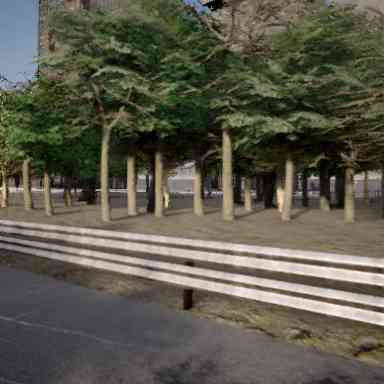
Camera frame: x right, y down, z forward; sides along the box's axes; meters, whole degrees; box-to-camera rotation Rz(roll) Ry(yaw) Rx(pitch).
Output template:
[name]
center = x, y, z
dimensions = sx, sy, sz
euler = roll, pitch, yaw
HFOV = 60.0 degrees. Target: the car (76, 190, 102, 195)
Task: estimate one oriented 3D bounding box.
[car]
center = -19.992, -0.172, 64.808
dimensions = 5.366, 1.575, 1.801
euler = 0, 1, 2
